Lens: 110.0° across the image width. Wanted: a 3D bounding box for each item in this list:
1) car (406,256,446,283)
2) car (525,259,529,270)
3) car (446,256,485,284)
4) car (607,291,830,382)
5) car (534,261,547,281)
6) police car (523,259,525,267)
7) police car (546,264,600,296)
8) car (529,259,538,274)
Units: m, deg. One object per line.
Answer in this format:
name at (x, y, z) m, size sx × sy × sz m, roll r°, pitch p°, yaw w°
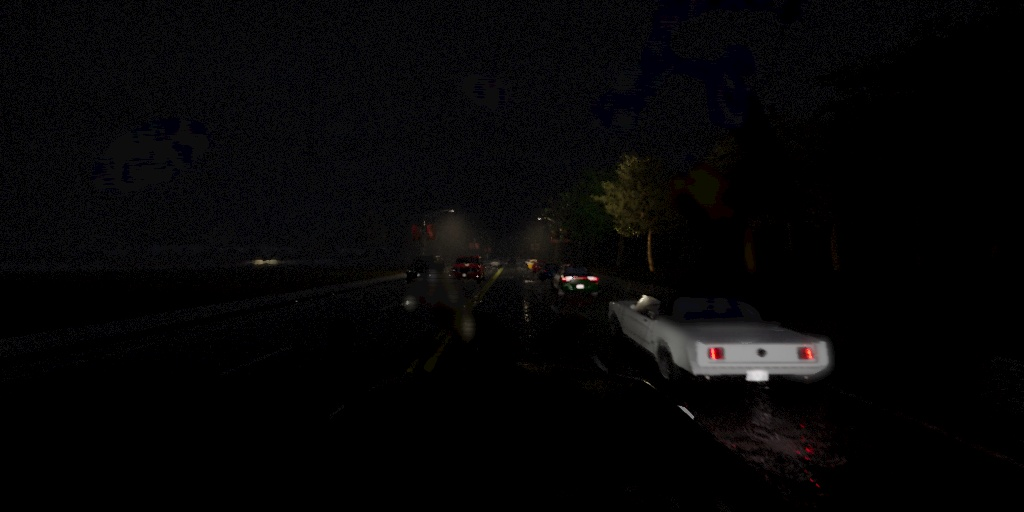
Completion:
car at (-6.598, 0.986, 28.264) m, size 2.150 × 2.045 × 5.566 m, roll 0°, pitch 0°, yaw 0°
car at (3.245, 1.251, 52.601) m, size 1.801 × 1.575 × 5.366 m, roll 0°, pitch 0°, yaw 0°
car at (-3.348, 0.986, 27.902) m, size 2.150 × 2.045 × 5.566 m, roll 0°, pitch 0°, yaw 0°
car at (3.349, 1.350, 7.112) m, size 1.895 × 1.301 × 4.718 m, roll 0°, pitch 0°, yaw 0°
car at (3.247, 1.331, 30.408) m, size 1.994 × 1.385 × 4.181 m, roll 0°, pitch 0°, yaw 0°
police car at (3.244, 1.316, 63.414) m, size 2.038 × 1.542 × 4.974 m, roll 0°, pitch 0°, yaw 0°
police car at (3.249, 1.262, 19.407) m, size 2.038 × 1.542 × 4.974 m, roll 0°, pitch 0°, yaw 0°
car at (3.246, 1.305, 41.409) m, size 1.812 × 1.442 × 4.674 m, roll 0°, pitch 0°, yaw 0°
